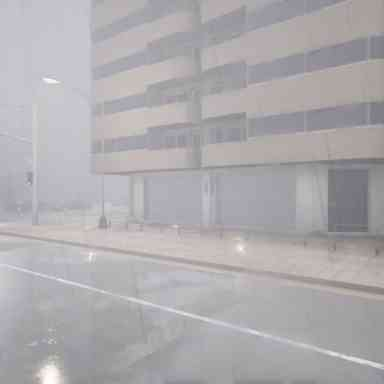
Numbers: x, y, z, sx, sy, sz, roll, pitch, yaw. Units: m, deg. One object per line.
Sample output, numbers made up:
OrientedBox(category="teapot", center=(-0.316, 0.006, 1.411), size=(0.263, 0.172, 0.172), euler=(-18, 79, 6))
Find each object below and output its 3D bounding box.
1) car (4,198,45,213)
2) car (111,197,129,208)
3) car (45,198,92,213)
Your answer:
OrientedBox(category="car", center=(-18.479, 1.504, 37.577), size=(1.837, 1.490, 4.892), euler=(0, 0, 37))
OrientedBox(category="car", center=(-9.724, 1.503, 49.381), size=(1.837, 1.490, 4.892), euler=(0, 0, 37))
OrientedBox(category="car", center=(-13.765, 1.504, 38.056), size=(1.837, 1.490, 4.892), euler=(0, 0, 37))
